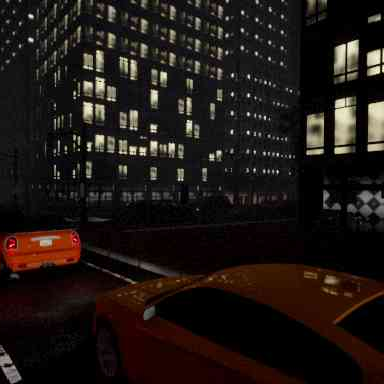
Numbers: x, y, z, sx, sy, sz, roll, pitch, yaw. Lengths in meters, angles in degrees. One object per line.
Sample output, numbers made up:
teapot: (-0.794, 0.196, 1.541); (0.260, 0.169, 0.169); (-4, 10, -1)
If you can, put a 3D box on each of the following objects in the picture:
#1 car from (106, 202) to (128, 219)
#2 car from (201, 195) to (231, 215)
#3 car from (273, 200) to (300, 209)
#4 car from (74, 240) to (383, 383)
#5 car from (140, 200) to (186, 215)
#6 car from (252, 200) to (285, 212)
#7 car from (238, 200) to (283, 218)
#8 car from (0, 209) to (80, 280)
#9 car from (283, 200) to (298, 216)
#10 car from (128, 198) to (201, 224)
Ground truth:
car: (-5.743, 1.644, 31.239); (4.674, 1.442, 1.812); (1, 0, -38)
car: (1.949, 1.423, 37.443); (5.566, 2.045, 2.150); (0, 1, -39)
car: (14.505, 1.884, 50.953); (4.313, 1.339, 1.947); (1, 0, -39)
car: (0.729, 1.477, 3.273); (1.882, 1.535, 5.008); (0, 0, -40)
car: (-3.161, 1.650, 36.662); (4.829, 1.417, 1.752); (1, 0, -39)
car: (10.186, 1.820, 44.104); (4.674, 1.442, 1.812); (1, 0, -39)
car: (6.761, 1.834, 33.910); (4.829, 1.417, 1.752); (1, 0, -39)
car: (-5.186, 1.347, 10.336); (2.097, 1.767, 4.553); (0, 0, -40)
car: (11.014, 1.938, 37.351); (4.206, 1.307, 1.802); (1, 0, -39)
car: (-2.138, 1.525, 26.708); (5.009, 1.841, 2.192); (1, 0, -39)
